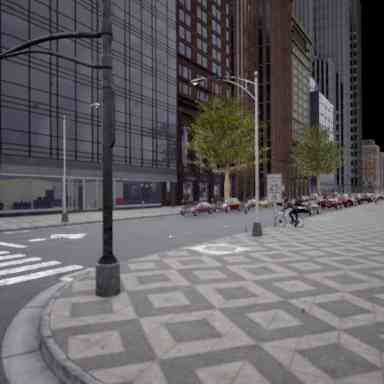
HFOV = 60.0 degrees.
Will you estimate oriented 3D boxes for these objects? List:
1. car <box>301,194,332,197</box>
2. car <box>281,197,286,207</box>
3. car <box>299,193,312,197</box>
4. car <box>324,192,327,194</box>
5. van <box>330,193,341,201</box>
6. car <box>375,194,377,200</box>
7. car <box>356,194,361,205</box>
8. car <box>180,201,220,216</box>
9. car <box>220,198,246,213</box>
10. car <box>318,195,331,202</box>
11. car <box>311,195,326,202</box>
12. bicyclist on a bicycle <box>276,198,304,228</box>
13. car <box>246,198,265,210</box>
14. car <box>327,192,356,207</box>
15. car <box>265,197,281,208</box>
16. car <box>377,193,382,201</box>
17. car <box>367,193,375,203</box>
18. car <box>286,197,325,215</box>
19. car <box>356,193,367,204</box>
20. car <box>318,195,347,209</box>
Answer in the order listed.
[{"bbox_3d":[16.620,1.334,44.442,2.128,1.511,4.902,-1,0,35],"label":"car"},{"bbox_3d":[13.370,1.447,50.220,1.947,1.339,4.313,0,0,35],"label":"car"},{"bbox_3d":[19.766,1.407,59.510,1.887,1.381,4.507,0,0,35],"label":"car"},{"bbox_3d":[22.310,1.046,52.706,2.150,2.045,5.566,-1,0,35],"label":"car"},{"bbox_3d":[35.755,1.177,82.735,1.690,1.788,3.998,-1,0,35],"label":"van"},{"bbox_3d":[36.473,1.298,68.741,1.752,1.417,4.829,0,0,35],"label":"car"},{"bbox_3d":[23.585,1.373,50.023,1.947,1.339,4.313,0,0,35],"label":"car"},{"bbox_3d":[0.578,1.517,31.640,1.802,1.307,4.206,0,0,35],"label":"car"},{"bbox_3d":[3.774,1.359,36.284,1.967,1.590,4.097,0,0,35],"label":"car"},{"bbox_3d":[29.361,1.419,73.443,1.802,1.307,4.206,0,0,35],"label":"car"},{"bbox_3d":[26.164,1.410,68.800,1.947,1.339,4.313,0,0,35],"label":"car"},{"bbox_3d":[5.360,1.174,18.332,1.656,1.620,0.582,-1,0,35],"label":"bicyclist on a bicycle"},{"bbox_3d":[6.974,1.487,40.930,1.802,1.307,4.206,0,0,35],"label":"car"},{"bbox_3d":[20.386,1.132,45.380,2.192,1.841,5.009,0,0,35],"label":"car"},{"bbox_3d":[10.075,1.418,45.434,1.752,1.417,4.829,0,0,35],"label":"car"},{"bbox_3d":[42.772,1.354,77.889,1.802,1.307,4.206,-1,0,35],"label":"car"},{"bbox_3d":[33.178,1.095,63.958,2.192,1.841,5.009,0,0,35],"label":"car"},{"bbox_3d":[10.794,1.420,31.446,1.947,1.339,4.313,0,0,35],"label":"car"},{"bbox_3d":[26.782,1.113,54.668,2.192,1.841,5.009,0,0,35],"label":"car"},{"bbox_3d":[17.189,1.373,40.735,1.887,1.381,4.507,0,0,35],"label":"car"}]
